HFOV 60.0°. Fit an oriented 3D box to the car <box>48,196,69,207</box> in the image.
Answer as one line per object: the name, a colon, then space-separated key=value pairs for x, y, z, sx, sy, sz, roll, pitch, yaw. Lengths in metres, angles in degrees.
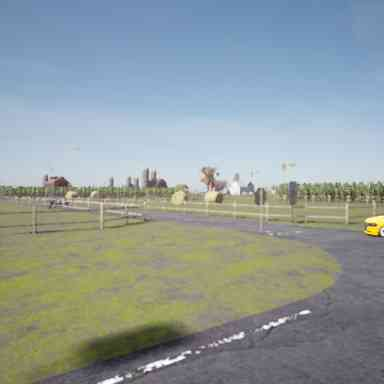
car: x=-19.744 y=1.373 z=49.081 sx=2.128 sy=1.511 sz=4.902 roll=1 pitch=-1 yaw=-40

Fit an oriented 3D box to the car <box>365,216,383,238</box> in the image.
car: x=10.966 y=1.476 z=15.696 sx=5.008 sy=1.535 sz=1.882 roll=0 pitch=2 yaw=23
